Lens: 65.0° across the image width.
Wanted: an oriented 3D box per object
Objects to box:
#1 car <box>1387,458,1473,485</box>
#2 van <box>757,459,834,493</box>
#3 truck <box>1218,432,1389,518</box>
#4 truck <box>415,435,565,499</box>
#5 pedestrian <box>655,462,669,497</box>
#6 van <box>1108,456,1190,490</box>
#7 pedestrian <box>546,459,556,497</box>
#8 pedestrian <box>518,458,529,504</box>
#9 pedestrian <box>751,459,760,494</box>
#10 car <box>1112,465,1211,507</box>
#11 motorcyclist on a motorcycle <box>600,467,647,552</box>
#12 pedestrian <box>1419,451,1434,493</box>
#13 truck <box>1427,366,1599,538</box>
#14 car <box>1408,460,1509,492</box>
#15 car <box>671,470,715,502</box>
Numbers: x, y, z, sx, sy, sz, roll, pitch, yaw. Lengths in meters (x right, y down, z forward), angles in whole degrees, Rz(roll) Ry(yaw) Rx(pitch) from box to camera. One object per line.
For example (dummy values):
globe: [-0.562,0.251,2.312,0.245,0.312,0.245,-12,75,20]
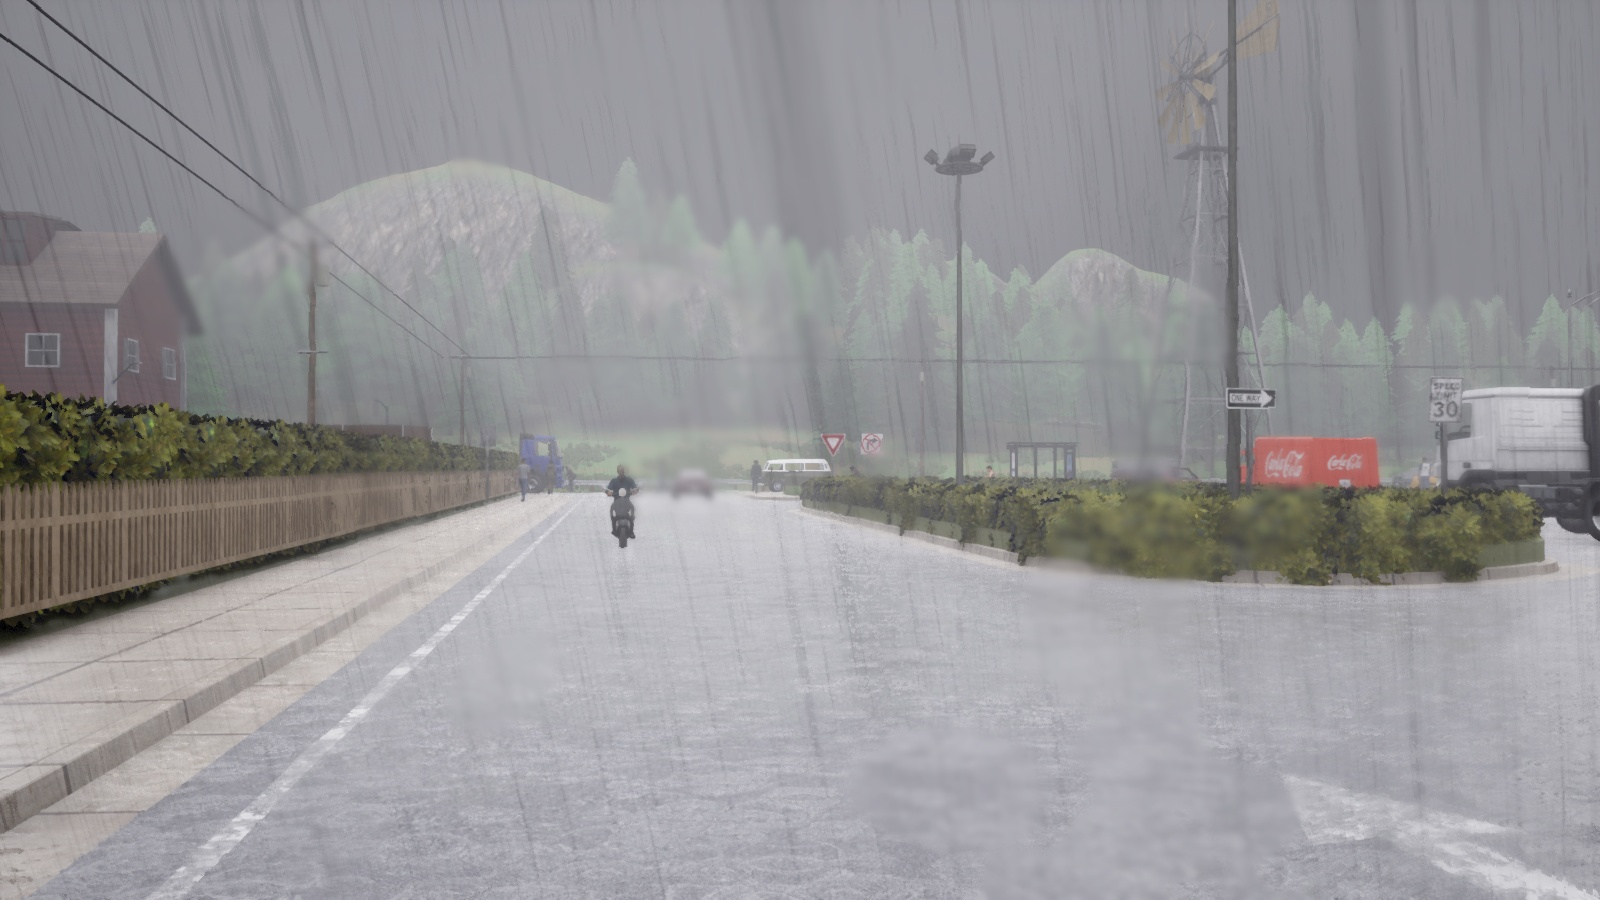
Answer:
car: [41.495,1.412,82.730,4.611,1.667,2.242,0,-1,-8]
van: [-0.302,1.575,76.834,4.480,2.038,2.069,0,-1,-8]
truck: [15.441,0.728,38.915,2.627,2.467,5.204,0,0,-8]
truck: [-17.392,0.938,70.897,7.936,3.462,2.891,0,-1,-8]
pedestrian: [-7.331,1.563,66.799,0.706,1.836,0.354,0,-1,-13]
van: [21.186,1.411,76.331,4.442,1.987,1.775,0,-1,-8]
pedestrian: [-12.818,1.452,64.674,0.396,1.930,0.692,0,-1,-1]
pedestrian: [-11.292,1.259,51.325,0.354,1.836,0.706,0,-1,-6]
pedestrian: [-2.341,1.384,66.409,0.353,1.847,0.614,0,-1,-13]
car: [13.666,1.352,47.684,1.845,1.501,3.633,0,-1,-19]
motorcyclist on a motorcycle: [-3.453,1.129,24.565,0.866,1.590,1.817,0,-1,-8]
pedestrian: [27.529,0.974,55.210,0.354,1.836,0.706,-1,-1,8]
truck: [17.323,0.046,26.980,2.891,3.462,7.936,0,-1,-7]
car: [34.015,1.334,65.048,1.801,1.575,5.366,0,-1,-9]
car: [-5.226,1.705,60.839,1.812,1.442,4.674,0,-1,-8]
